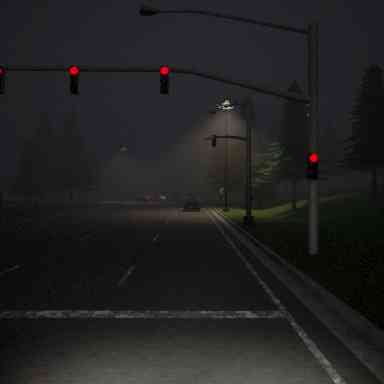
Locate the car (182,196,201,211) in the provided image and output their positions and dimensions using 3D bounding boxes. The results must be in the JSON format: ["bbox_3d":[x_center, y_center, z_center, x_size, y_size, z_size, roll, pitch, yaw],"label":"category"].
[{"bbox_3d":[-0.052,1.526,39.754,1.812,1.442,4.674,0,0,0],"label":"car"}]

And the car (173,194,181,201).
[{"bbox_3d":[-3.606,1.310,80.782,1.882,1.535,5.008,0,0,0],"label":"car"}]

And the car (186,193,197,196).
[{"bbox_3d":[-0.092,1.217,70.397,2.150,2.045,5.566,0,0,0],"label":"car"}]

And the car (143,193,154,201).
[{"bbox_3d":[-10.606,1.187,80.743,2.097,1.767,4.553,0,0,0],"label":"car"}]

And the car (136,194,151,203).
[{"bbox_3d":[-10.592,1.531,70.353,2.033,1.411,5.357,0,0,0],"label":"car"}]

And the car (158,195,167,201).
[{"bbox_3d":[-7.106,1.356,80.778,1.812,1.442,4.674,0,0,0],"label":"car"}]

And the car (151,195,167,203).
[{"bbox_3d":[-7.093,1.587,70.804,1.895,1.301,4.718,0,0,0],"label":"car"}]

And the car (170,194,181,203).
[{"bbox_3d":[-3.593,1.545,70.779,1.994,1.385,4.181,0,0,0],"label":"car"}]
